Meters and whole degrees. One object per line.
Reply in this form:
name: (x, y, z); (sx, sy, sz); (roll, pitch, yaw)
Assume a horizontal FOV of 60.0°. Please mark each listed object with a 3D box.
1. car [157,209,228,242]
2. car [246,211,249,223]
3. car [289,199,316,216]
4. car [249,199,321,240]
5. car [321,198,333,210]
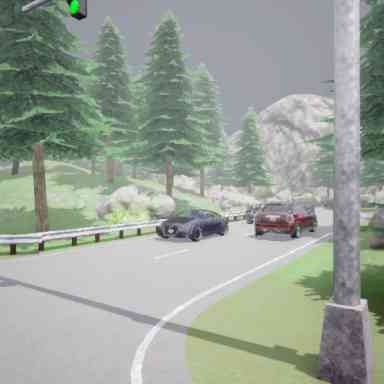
car: (0.153, 1.577, 16.757); (1.994, 1.385, 4.181); (0, 0, 34)
car: (5.728, 1.505, 24.993); (2.128, 1.511, 4.902); (0, 0, 34)
car: (11.239, 1.518, 33.597); (1.837, 1.490, 4.892); (0, 0, 27)
car: (5.041, 1.311, 17.554); (2.097, 1.767, 4.553); (0, 0, 34)
car: (18.125, 1.572, 42.694); (1.837, 1.490, 4.892); (3, 0, 0)
